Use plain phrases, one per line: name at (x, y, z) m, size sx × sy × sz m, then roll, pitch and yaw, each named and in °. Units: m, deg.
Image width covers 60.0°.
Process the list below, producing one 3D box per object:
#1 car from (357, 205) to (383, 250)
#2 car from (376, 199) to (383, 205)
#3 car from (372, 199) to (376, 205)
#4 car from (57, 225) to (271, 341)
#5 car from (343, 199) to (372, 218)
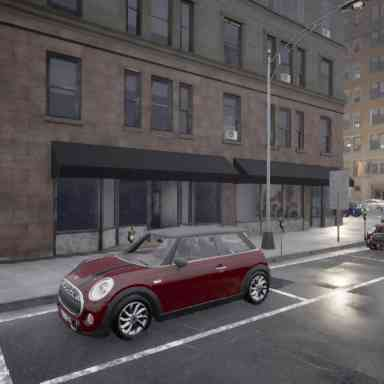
car at (8.516, 1.445, 12.879) m, size 4.097 × 1.590 × 1.967 m, roll 0°, pitch 0°, yaw -36°
car at (19.527, 1.503, 36.378) m, size 1.812 × 1.442 × 4.674 m, roll 1°, pitch 0°, yaw -36°
car at (14.453, 1.417, 32.055) m, size 2.128 × 1.511 × 4.902 m, roll 1°, pitch 0°, yaw -36°
car at (-0.411, 1.441, 6.473) m, size 4.097 × 1.590 × 1.967 m, roll 0°, pitch 0°, yaw -36°
car at (12.325, 1.124, 29.458) m, size 2.150 × 2.045 × 5.566 m, roll 1°, pitch 0°, yaw -36°
